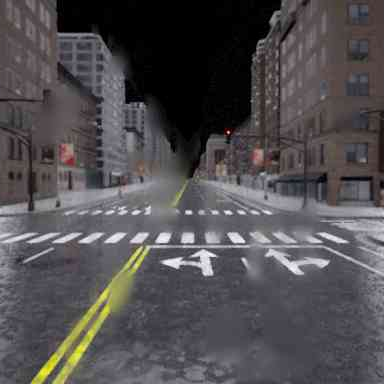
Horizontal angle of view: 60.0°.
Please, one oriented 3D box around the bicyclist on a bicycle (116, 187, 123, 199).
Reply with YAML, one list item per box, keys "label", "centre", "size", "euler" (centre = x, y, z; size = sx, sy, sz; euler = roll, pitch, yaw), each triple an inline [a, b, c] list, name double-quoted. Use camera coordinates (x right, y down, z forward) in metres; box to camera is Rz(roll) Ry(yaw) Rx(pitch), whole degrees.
- label: "bicyclist on a bicycle"
  centre: [-9.036, 0.125, 41.670]
  size: [0.866, 1.612, 1.509]
  euler: [0, 3, -1]
